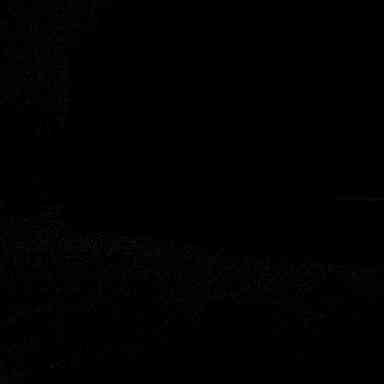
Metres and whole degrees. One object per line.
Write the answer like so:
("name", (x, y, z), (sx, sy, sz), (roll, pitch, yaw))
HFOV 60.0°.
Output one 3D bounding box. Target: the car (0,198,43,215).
("car", (-14.820, 1.162, 27.337), (1.752, 1.417, 4.829), (0, 0, 36))
